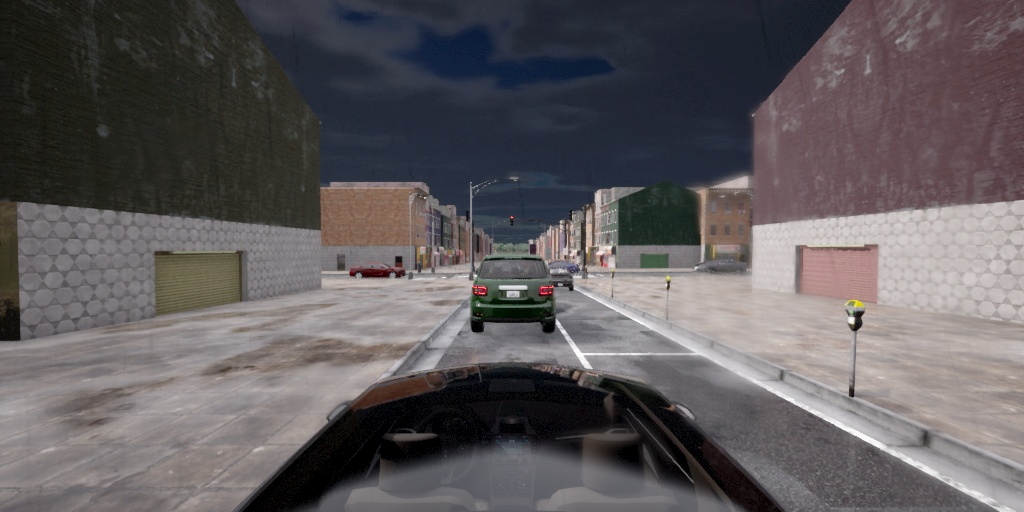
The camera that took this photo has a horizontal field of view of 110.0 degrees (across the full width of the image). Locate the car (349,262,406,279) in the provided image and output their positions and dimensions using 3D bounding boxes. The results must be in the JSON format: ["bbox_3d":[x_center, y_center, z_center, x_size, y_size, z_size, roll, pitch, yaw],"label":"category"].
[{"bbox_3d":[-12.397,1.337,33.248,5.008,1.535,1.882,0,1,-1],"label":"car"}]

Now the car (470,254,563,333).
[{"bbox_3d":[0.029,0.968,10.905,2.150,2.045,5.566,0,0,0],"label":"car"}]

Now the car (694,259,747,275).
[{"bbox_3d":[21.061,1.091,36.250,4.902,1.511,2.128,0,1,0],"label":"car"}]

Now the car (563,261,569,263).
[{"bbox_3d":[4.424,1.229,36.232,4.674,1.442,1.812,-1,0,0],"label":"car"}]

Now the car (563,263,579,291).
[{"bbox_3d":[2.594,1.296,21.320,2.007,1.370,4.403,0,0,0],"label":"car"}]
